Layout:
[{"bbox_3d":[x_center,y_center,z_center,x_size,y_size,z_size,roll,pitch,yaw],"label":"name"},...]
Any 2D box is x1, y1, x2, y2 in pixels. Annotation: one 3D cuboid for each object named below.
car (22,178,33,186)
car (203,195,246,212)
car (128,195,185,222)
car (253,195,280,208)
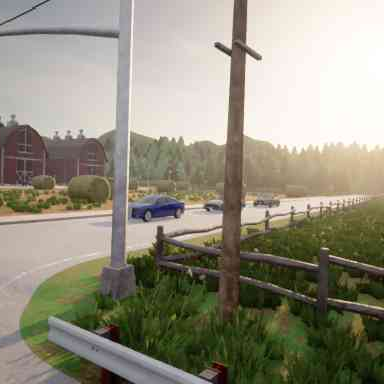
[{"bbox_3d":[-38.958,-2.351,79.380,1.905,1.878,3.866,8,2,-13],"label":"car"},{"bbox_3d":[3.027,0.992,29.481,2.033,1.411,5.357,3,2,33],"label":"car"},{"bbox_3d":[-2.412,0.939,21.219,1.882,1.535,5.008,3,2,33],"label":"car"},{"bbox_3d":[8.544,0.992,37.836,1.994,1.385,4.181,3,2,33],"label":"car"}]
